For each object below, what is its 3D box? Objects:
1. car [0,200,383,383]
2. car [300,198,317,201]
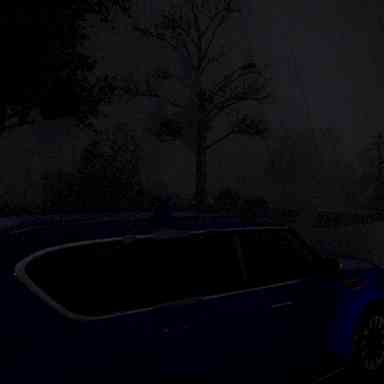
[{"bbox_3d":[0.129,1.221,3.793,5.566,2.045,2.150,0,0,-35],"label":"car"},{"bbox_3d":[15.909,1.543,45.036,1.812,1.442,4.674,0,0,-27],"label":"car"}]
